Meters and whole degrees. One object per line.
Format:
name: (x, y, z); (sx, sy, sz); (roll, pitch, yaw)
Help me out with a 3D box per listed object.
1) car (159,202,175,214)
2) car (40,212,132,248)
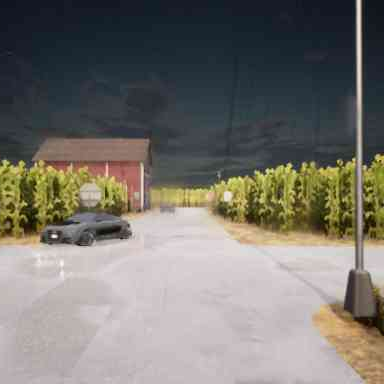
car: (-3.124, 2.057, 43.279); (2.033, 1.411, 5.357); (0, -1, 0)
car: (-4.507, 1.569, 14.744); (1.994, 1.385, 4.181); (-1, -1, 25)
